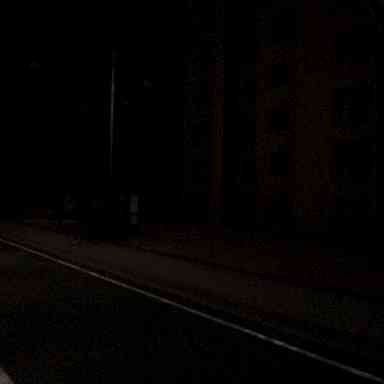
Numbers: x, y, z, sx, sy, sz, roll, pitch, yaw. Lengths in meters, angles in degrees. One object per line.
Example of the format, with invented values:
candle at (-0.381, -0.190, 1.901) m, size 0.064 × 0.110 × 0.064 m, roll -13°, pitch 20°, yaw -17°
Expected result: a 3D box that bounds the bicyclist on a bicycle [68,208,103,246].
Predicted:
bicyclist on a bicycle at (-4.675, 1.541, 14.726) m, size 1.656 × 1.620 × 0.582 m, roll 2°, pitch -2°, yaw -44°
